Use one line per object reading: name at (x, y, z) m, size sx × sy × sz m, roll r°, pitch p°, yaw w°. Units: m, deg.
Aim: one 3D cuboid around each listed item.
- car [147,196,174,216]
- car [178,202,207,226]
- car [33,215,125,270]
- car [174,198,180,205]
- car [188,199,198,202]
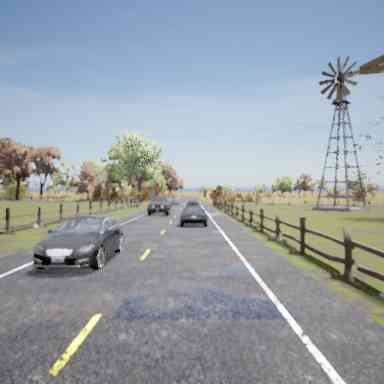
car at (-3.456, 1.457, 36.134) m, size 2.150 × 2.045 × 5.566 m, roll 0°, pitch -1°, yaw 0°
car at (0.131, 1.732, 25.249) m, size 1.994 × 1.385 × 4.181 m, roll 0°, pitch 0°, yaw 0°
car at (-3.586, 1.568, 11.353) m, size 2.128 × 1.511 × 4.902 m, roll 0°, pitch 0°, yaw 0°
car at (-3.416, 1.978, 65.362) m, size 1.812 × 1.442 × 4.674 m, roll 0°, pitch 0°, yaw 0°
car at (0.153, 1.816, 47.666) m, size 1.837 × 1.490 × 4.892 m, roll 0°, pitch -1°, yaw 0°
